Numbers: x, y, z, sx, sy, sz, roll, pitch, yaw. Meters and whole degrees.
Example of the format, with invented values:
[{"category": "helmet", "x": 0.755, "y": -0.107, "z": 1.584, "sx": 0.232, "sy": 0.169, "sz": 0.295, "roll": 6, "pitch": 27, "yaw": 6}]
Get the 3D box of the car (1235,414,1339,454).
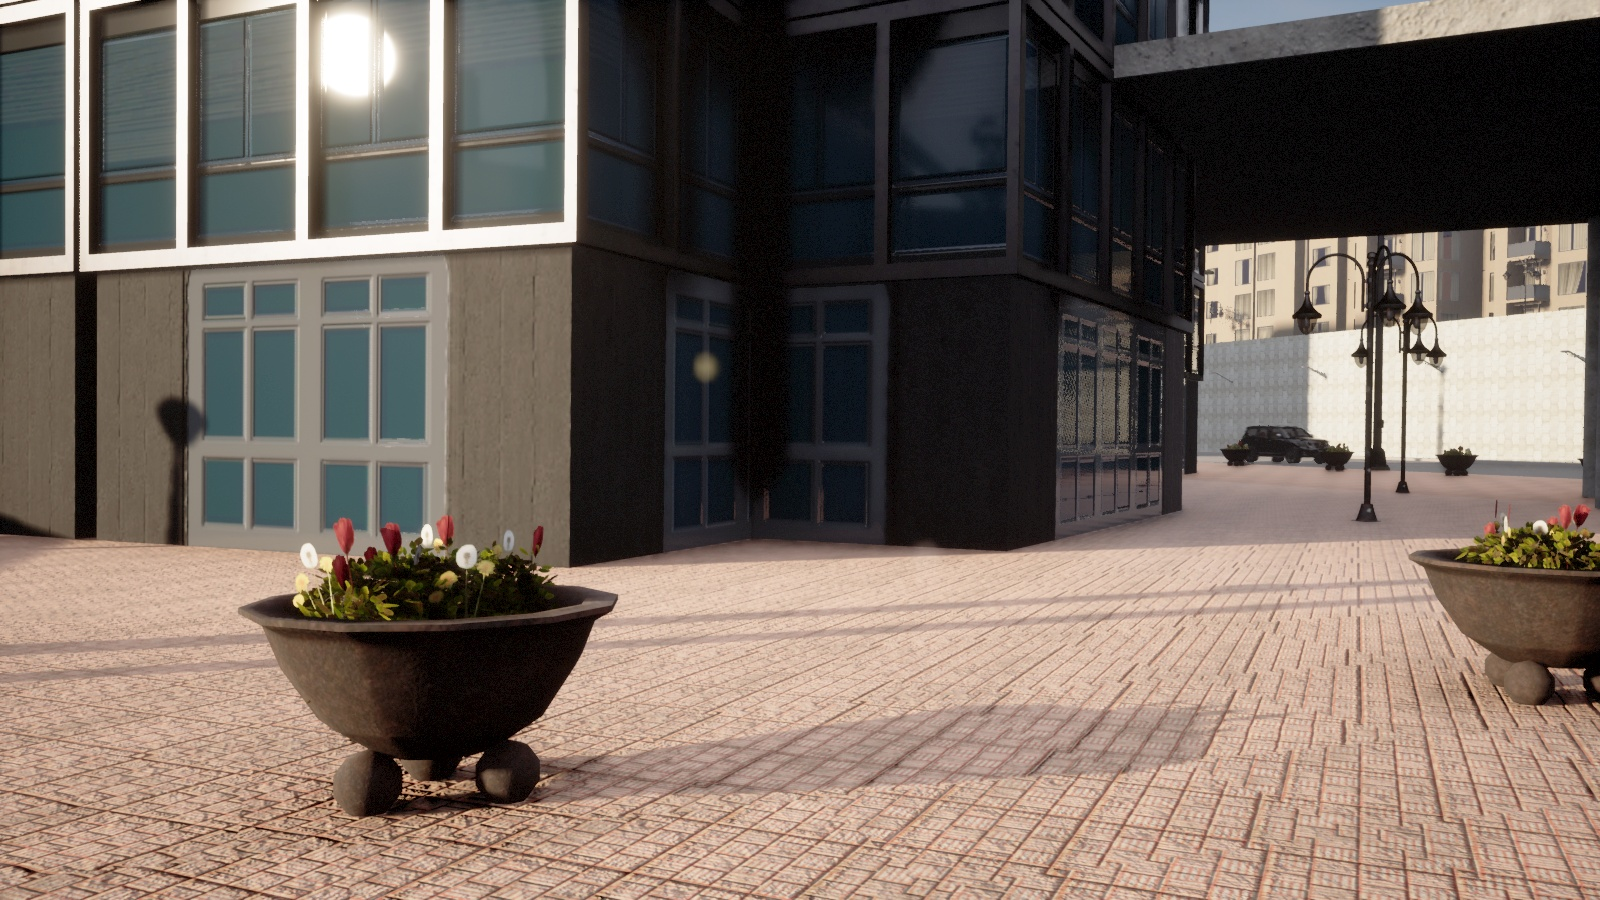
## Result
[{"category": "car", "x": 26.232, "y": -0.871, "z": 67.894, "sx": 2.150, "sy": 2.045, "sz": 5.566, "roll": -1, "pitch": 1, "yaw": -20}]
